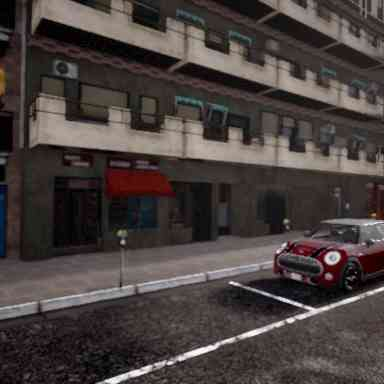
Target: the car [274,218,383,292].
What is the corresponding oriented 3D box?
[{"bbox_3d":[4.092,1.482,9.002,4.097,1.590,1.967,0,1,-35],"label":"car"}]
